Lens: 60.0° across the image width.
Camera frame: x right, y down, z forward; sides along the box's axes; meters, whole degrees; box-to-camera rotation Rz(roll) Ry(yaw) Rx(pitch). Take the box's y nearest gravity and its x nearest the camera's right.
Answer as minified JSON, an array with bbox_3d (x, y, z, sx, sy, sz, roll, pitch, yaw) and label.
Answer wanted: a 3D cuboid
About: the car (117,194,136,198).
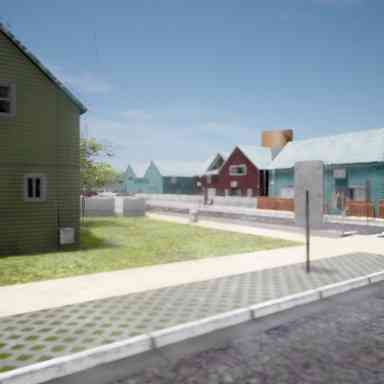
[{"bbox_3d":[-8.607,1.044,43.998,2.097,1.767,4.553,0,1,-35],"label":"car"}]
